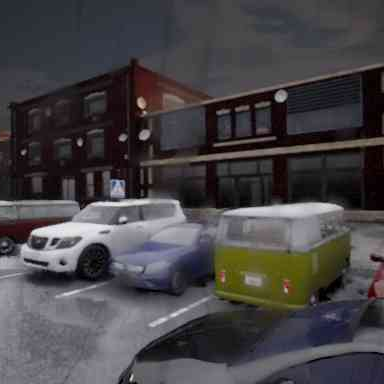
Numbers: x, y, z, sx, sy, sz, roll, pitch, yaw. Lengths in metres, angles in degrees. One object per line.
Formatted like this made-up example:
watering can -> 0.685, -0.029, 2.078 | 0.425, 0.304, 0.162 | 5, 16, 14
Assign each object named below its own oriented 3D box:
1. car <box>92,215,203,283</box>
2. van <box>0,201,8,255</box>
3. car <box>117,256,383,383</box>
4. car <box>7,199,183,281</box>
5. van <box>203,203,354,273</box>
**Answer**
car -> -0.097, 1.546, 9.039 | 2.002, 1.452, 4.674 | 0, 0, 36
van -> -6.893, 1.348, 13.758 | 1.878, 1.987, 4.442 | -1, 0, 36
car -> 1.357, 1.564, 2.410 | 4.181, 1.385, 1.994 | 0, 0, 36
car -> -2.361, 1.274, 10.621 | 2.435, 2.045, 5.566 | -1, 0, 36
van -> 2.307, 1.264, 7.457 | 1.878, 1.987, 4.442 | 0, 0, 36
